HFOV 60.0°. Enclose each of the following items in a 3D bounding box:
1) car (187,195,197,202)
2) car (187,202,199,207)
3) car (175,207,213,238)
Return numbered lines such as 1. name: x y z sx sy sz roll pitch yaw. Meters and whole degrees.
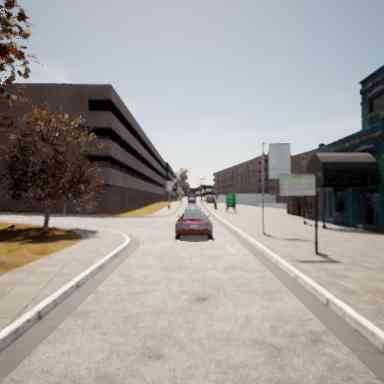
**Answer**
1. car: 0.008 2.068 77.008 1.837 1.490 4.892 0 0 0
2. car: 0.104 2.091 36.448 2.033 1.411 5.357 0 -1 0
3. car: 0.102 1.746 18.721 1.994 1.385 4.181 0 -1 0
